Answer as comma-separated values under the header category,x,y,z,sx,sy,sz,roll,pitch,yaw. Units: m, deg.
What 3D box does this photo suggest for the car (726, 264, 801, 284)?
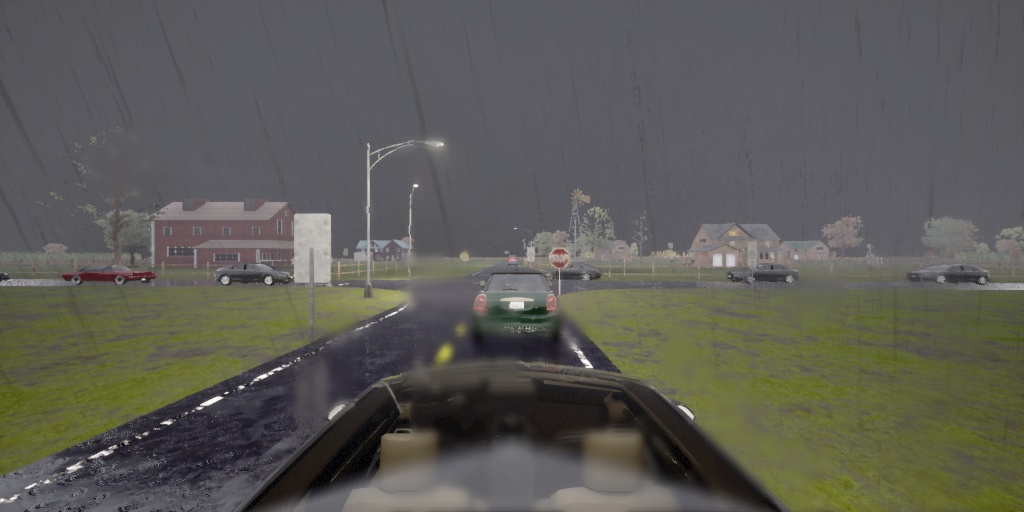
category,x,y,z,sx,sy,sz,roll,pitch,yaw
car,18.828,1.316,26.982,4.892,1.490,1.837,1,0,1

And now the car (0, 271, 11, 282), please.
category,x,y,z,sx,sy,sz,roll,pitch,yaw
car,-38.090,1.190,24.587,5.357,1.411,2.033,0,0,0

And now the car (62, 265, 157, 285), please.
category,x,y,z,sx,sy,sz,roll,pitch,yaw
car,-27.324,1.271,24.476,4.718,1.301,1.895,0,0,1

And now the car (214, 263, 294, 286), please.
category,x,y,z,sx,sy,sz,roll,pitch,yaw
car,-17.378,1.202,24.380,4.892,1.490,1.837,0,0,1

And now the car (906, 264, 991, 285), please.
category,x,y,z,sx,sy,sz,roll,pitch,yaw
car,32.572,1.372,26.843,4.892,1.490,1.837,0,0,1

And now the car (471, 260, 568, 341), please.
category,x,y,z,sx,sy,sz,roll,pitch,yaw
car,0.119,1.101,10.006,2.097,1.767,4.553,0,0,0

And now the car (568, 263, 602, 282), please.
category,x,y,z,sx,sy,sz,roll,pitch,yaw
car,4.699,1.261,28.648,4.892,1.490,1.837,1,2,22
